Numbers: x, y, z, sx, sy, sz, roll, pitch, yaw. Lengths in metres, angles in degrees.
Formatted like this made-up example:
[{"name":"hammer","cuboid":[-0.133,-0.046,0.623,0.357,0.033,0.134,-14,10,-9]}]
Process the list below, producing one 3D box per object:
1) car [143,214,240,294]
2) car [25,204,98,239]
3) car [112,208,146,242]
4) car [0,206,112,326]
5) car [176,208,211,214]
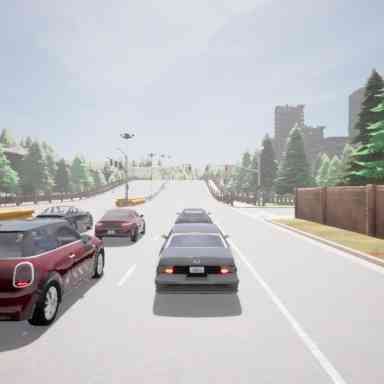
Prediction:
[{"name":"car","cuboid":[0.097,1.547,8.927,2.033,1.411,5.357,0,0,0]},{"name":"car","cuboid":[-6.906,1.492,18.317,2.128,1.511,4.902,0,0,0]},{"name":"car","cuboid":[-3.408,1.526,16.216,1.812,1.442,4.674,0,0,-1]},{"name":"car","cuboid":[-3.403,1.352,7.222,2.097,1.767,4.553,0,0,0]},{"name":"car","cuboid":[0.096,1.564,18.168,1.994,1.385,4.181,0,0,0]}]
